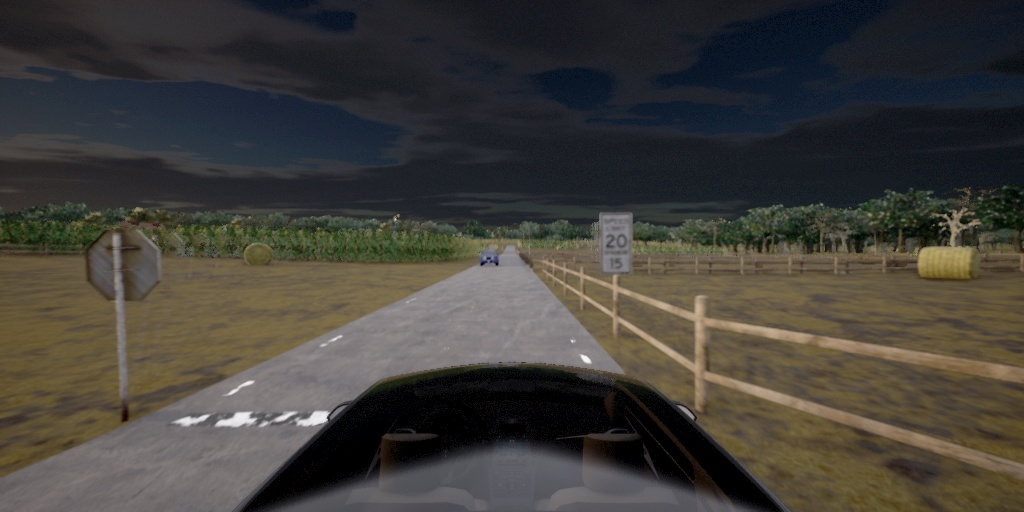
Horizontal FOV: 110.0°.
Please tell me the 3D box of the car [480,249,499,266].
[{"bbox_3d":[-2.736,0.159,44.605,2.150,2.045,5.566,-1,1,0],"label":"car"}]
